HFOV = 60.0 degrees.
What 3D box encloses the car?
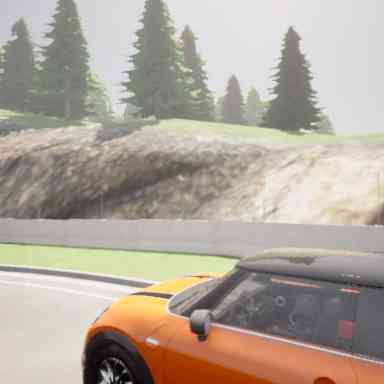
[{"bbox_3d":[0.989,1.362,3.275,4.553,1.767,2.097,-1,0,35],"label":"car"}]
